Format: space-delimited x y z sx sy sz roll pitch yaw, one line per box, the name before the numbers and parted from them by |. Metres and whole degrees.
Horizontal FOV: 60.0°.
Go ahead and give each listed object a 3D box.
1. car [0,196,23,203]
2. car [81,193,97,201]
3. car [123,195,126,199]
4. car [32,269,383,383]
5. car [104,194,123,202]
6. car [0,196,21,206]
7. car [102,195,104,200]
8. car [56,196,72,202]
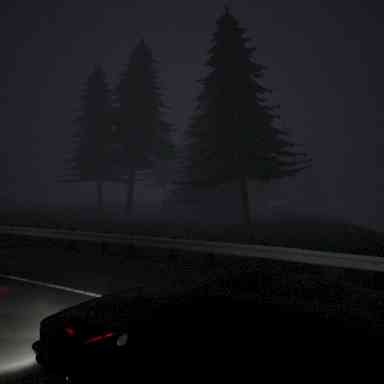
car | -39.250 1.540 72.309 2.033 1.411 5.357 0 0 5
car | -25.120 1.355 82.163 2.097 1.767 4.553 0 0 -3
car | -18.943 1.540 90.734 2.033 1.411 5.357 0 0 -11
car | 0.724 1.547 3.214 5.357 1.411 2.033 0 0 34
car | -18.044 1.355 76.970 2.097 1.767 4.553 0 0 1
car | -26.559 1.525 47.345 1.812 1.442 4.674 0 0 15
car | -21.682 1.525 83.291 2.128 1.511 4.902 0 0 -3
car | -28.625 1.540 74.640 2.033 1.411 5.357 0 0 1
